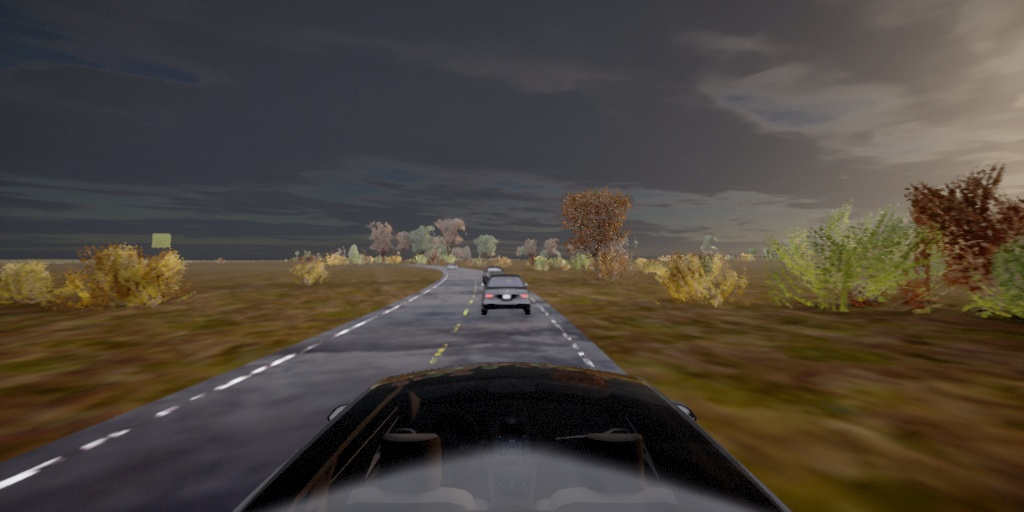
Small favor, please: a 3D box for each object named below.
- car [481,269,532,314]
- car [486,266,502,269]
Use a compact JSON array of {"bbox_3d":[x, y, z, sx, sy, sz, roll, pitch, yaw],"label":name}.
[{"bbox_3d":[-0.284,1.432,14.474,2.033,1.411,5.357,0,-1,-3],"label":"car"},{"bbox_3d":[-1.581,1.585,30.892,1.812,1.442,4.674,0,0,-6],"label":"car"}]
